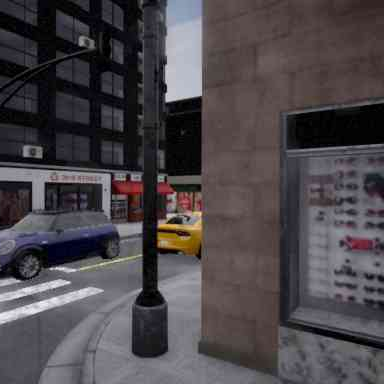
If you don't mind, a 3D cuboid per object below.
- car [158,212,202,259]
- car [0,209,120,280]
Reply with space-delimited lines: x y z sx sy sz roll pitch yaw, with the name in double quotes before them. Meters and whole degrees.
"car" 0.465 1.501 12.864 1.882 1.535 5.008 0 0 33
"car" -4.339 1.360 10.183 2.097 1.767 4.553 0 0 29
